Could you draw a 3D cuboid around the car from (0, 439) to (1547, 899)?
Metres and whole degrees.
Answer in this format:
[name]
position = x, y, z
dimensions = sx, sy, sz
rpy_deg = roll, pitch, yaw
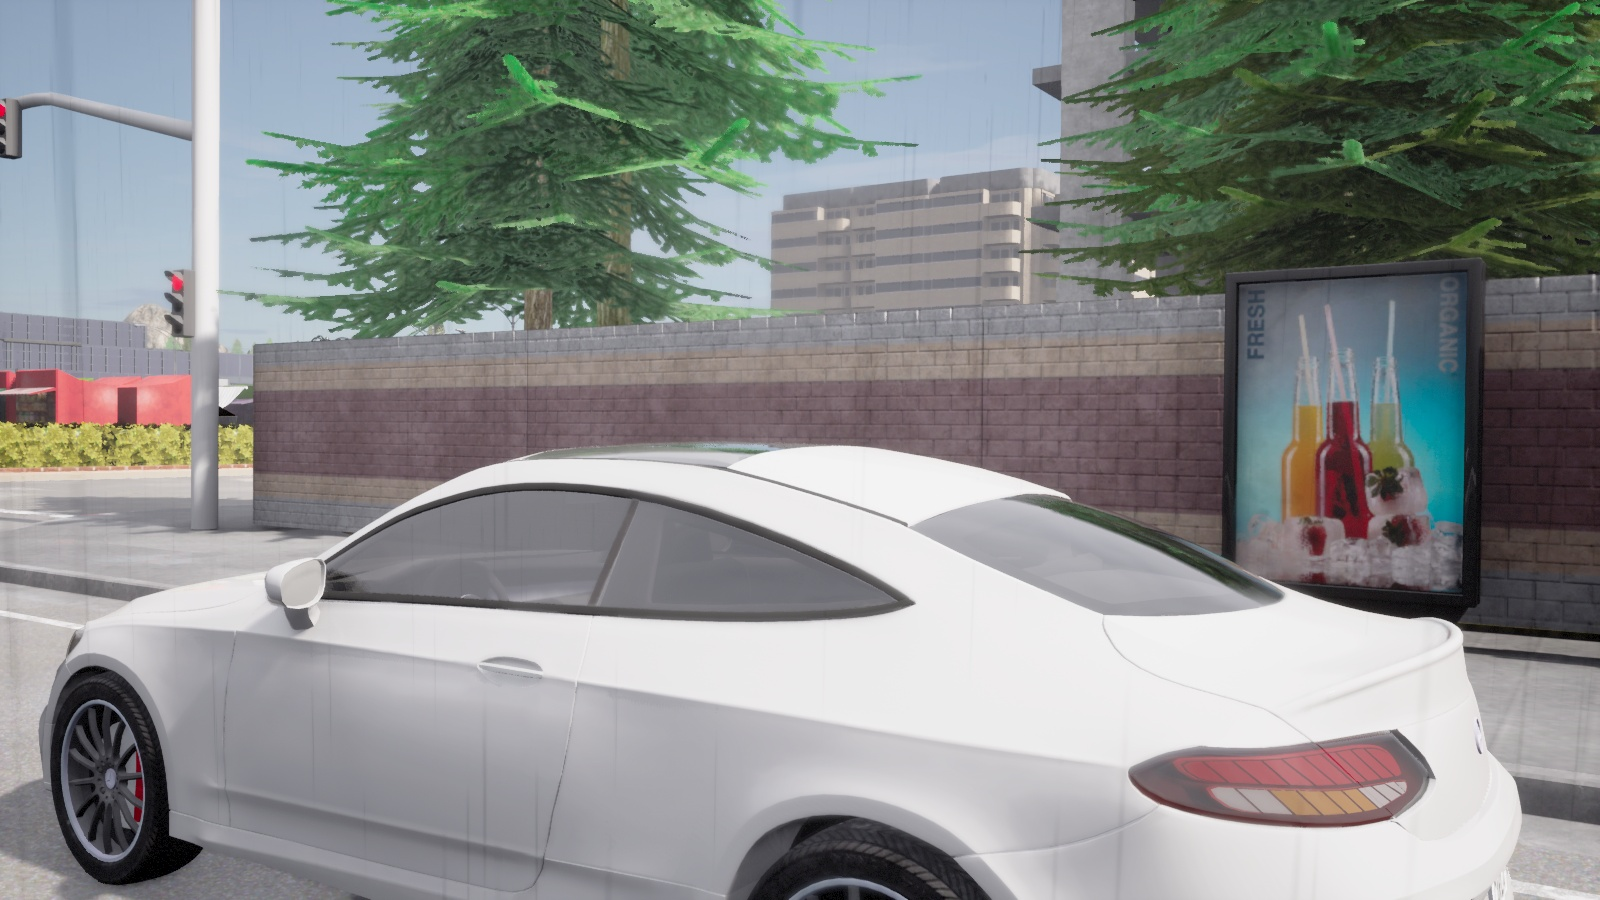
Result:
[car]
position = -0.437, 0.708, 3.913
dimensions = 4.674, 1.442, 1.812
rpy_deg = 0, 1, 33
